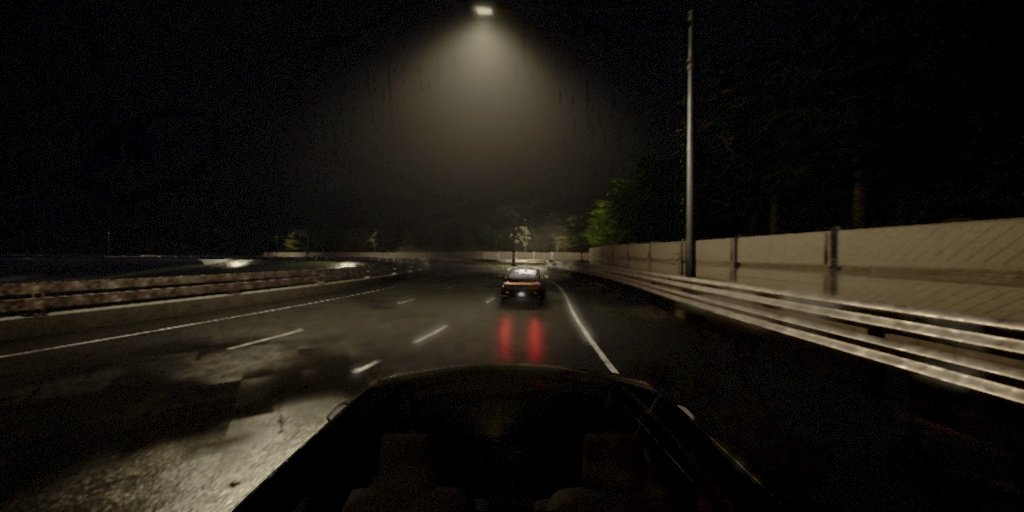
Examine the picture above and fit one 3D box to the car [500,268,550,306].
[{"bbox_3d":[0.609,1.272,16.078,2.128,1.511,4.902,1,0,6],"label":"car"}]
